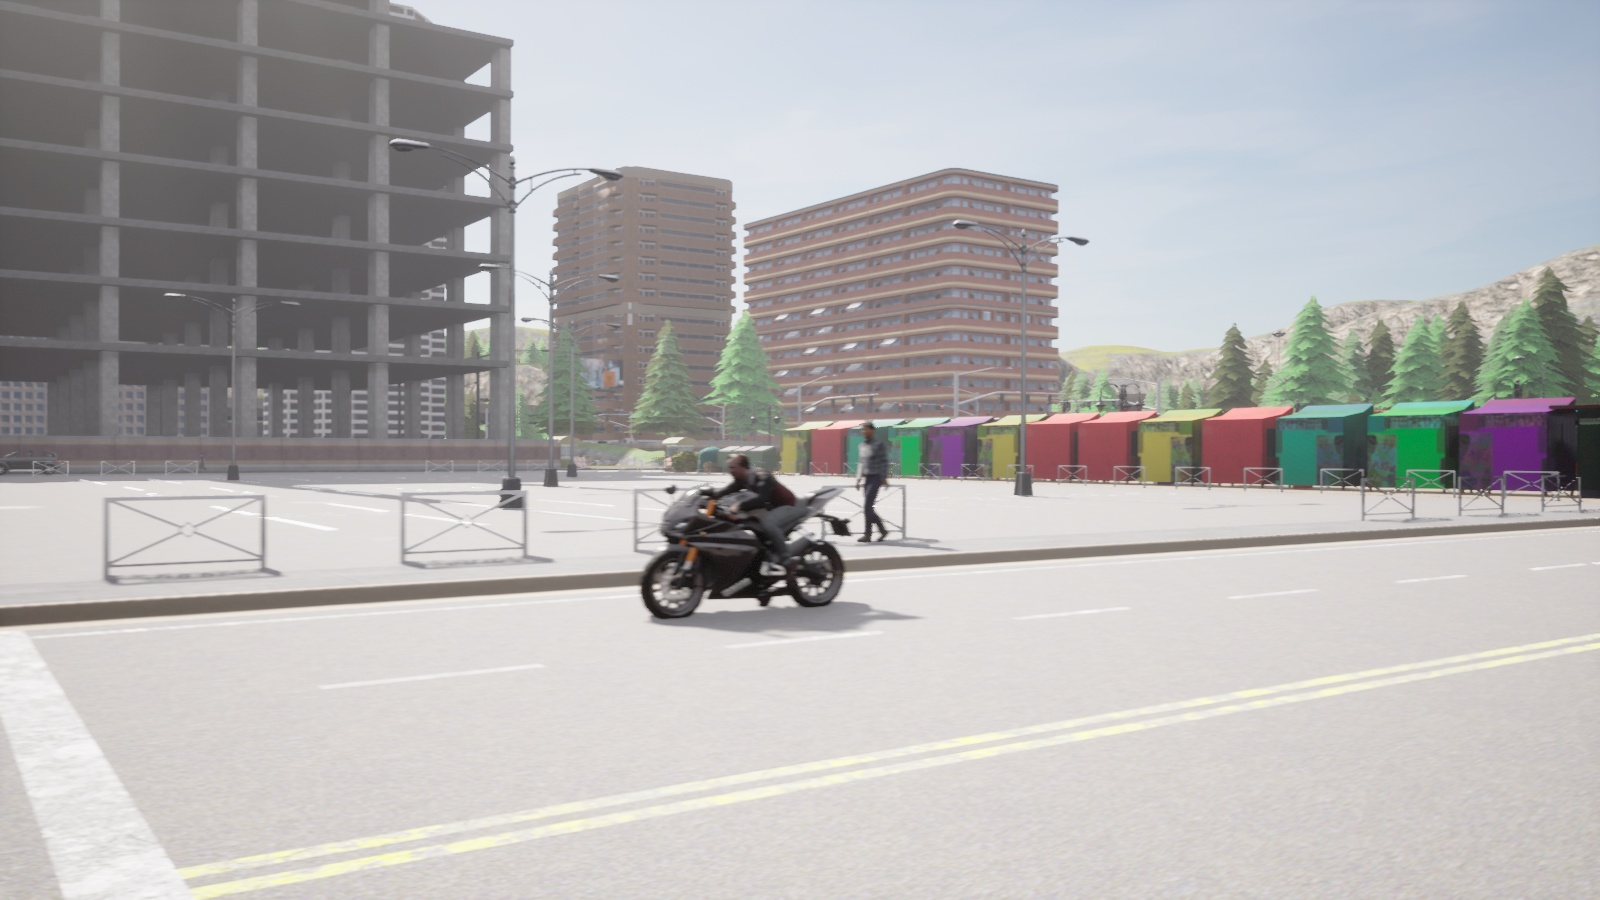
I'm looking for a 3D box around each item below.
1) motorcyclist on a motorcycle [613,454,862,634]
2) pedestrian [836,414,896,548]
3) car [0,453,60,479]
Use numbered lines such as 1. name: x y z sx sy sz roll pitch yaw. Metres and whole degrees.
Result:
1. motorcyclist on a motorcycle: -0.560 0.809 11.730 2.191 1.530 0.866 0 0 -34
2. pedestrian: 0.980 0.446 18.631 0.788 1.949 0.423 0 0 -35
3. car: -46.877 0.945 75.769 3.705 1.549 1.789 0 0 -35
